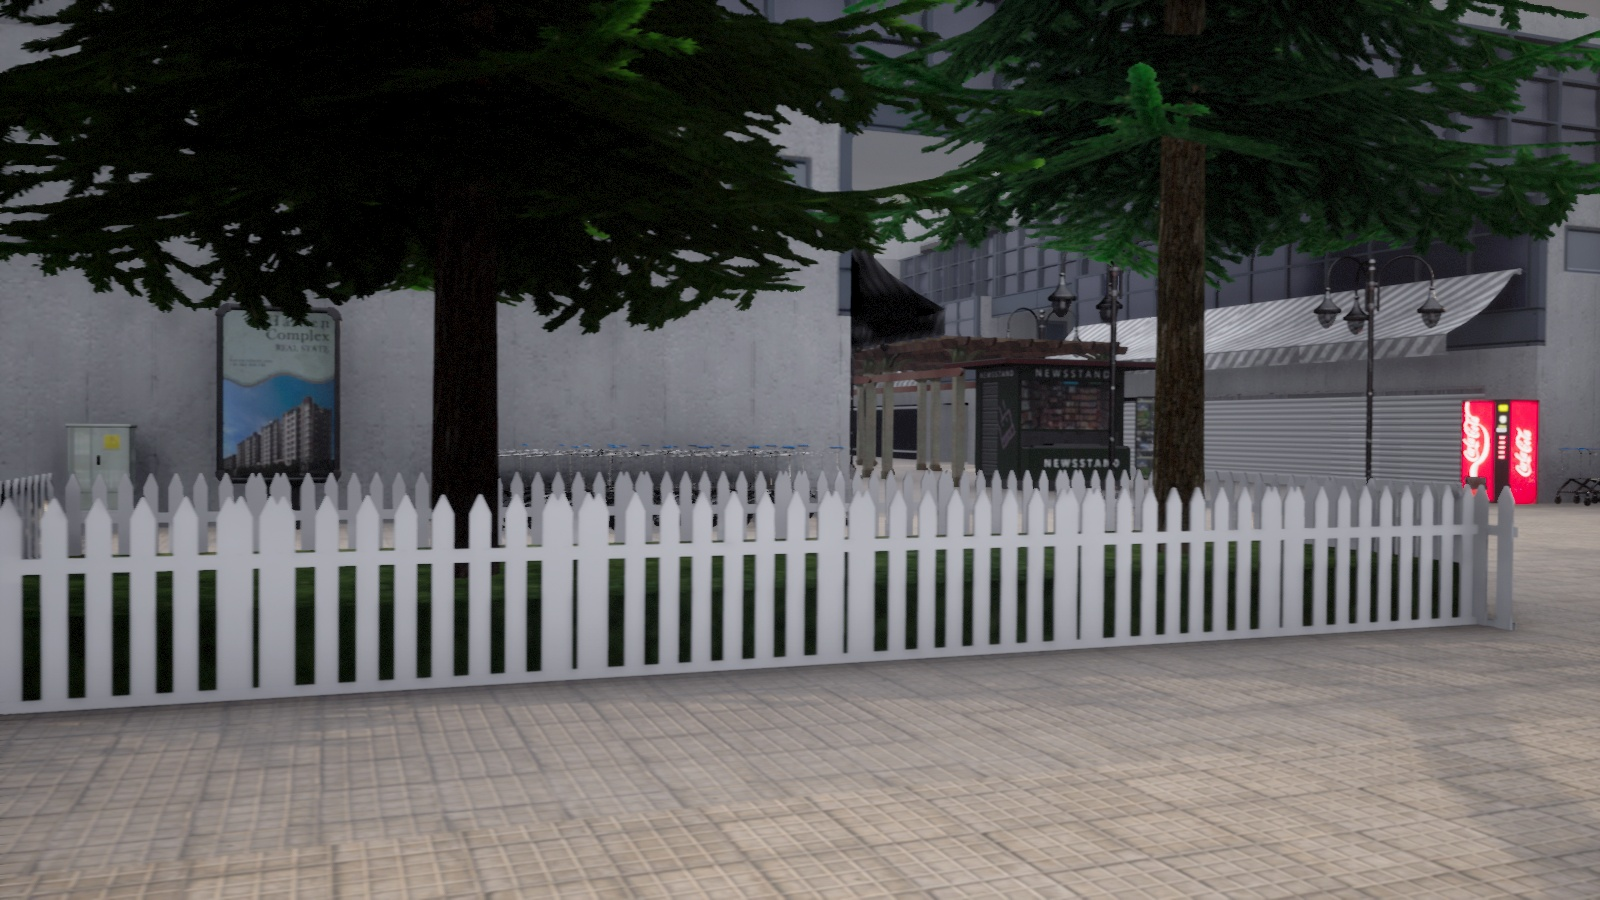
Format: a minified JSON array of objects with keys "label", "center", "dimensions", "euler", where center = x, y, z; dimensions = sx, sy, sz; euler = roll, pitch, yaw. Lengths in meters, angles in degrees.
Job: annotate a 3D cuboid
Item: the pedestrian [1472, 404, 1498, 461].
[{"label":"pedestrian","center":[23.338,-0.587,42.762],"dimensions":[0.692,1.930,0.395],"euler":[0,1,45]}]
